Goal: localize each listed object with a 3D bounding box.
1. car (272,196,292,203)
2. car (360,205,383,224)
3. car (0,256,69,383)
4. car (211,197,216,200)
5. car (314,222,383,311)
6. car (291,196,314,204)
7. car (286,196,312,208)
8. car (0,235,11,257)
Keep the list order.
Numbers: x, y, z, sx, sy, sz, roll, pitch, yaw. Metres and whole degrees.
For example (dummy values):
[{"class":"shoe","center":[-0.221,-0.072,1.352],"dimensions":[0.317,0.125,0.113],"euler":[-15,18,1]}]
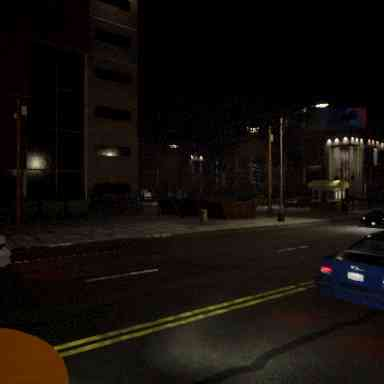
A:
[{"class":"car","center":[18.722,1.507,69.008],"dimensions":[3.806,1.475,1.970],"euler":[0,0,-36]},{"class":"car","center":[13.473,1.571,22.309],"dimensions":[5.357,1.411,2.033],"euler":[0,0,-36]},{"class":"car","center":[-3.158,1.476,1.483],"dimensions":[5.008,1.535,1.882],"euler":[0,0,-36]},{"class":"car","center":[4.014,1.613,60.465],"dimensions":[4.718,1.301,1.895],"euler":[0,0,-36]},{"class":"car","center":[4.964,1.556,7.369],"dimensions":[5.357,1.411,2.033],"euler":[0,0,-35]},{"class":"car","center":[21.643,1.474,65.018],"dimensions":[4.674,1.452,2.002],"euler":[0,0,-36]},{"class":"car","center":[14.804,1.292,45.931],"dimensions":[4.553,1.767,2.185],"euler":[0,0,-36]},{"class":"car","center":[-6.844,1.525,7.698],"dimensions":[4.674,1.442,1.812],"euler":[0,0,-36]}]
